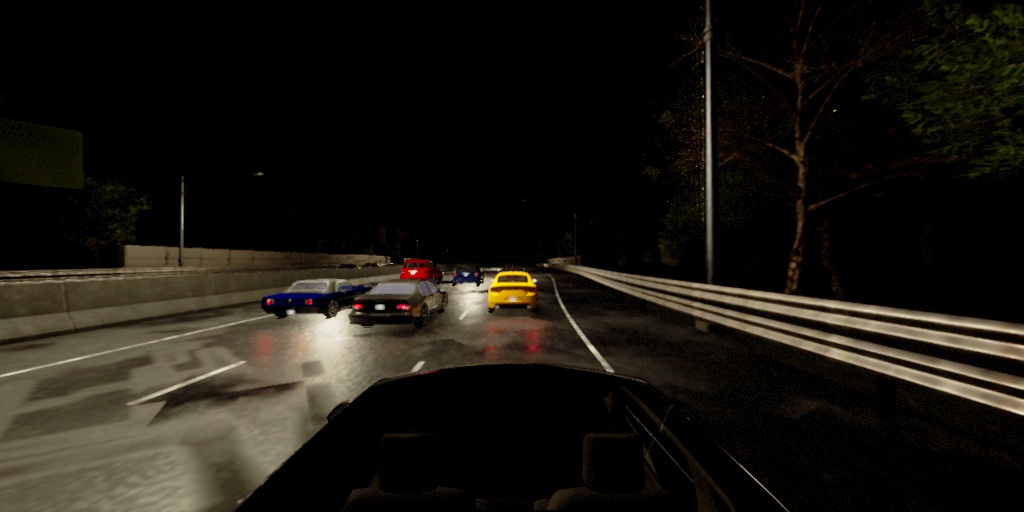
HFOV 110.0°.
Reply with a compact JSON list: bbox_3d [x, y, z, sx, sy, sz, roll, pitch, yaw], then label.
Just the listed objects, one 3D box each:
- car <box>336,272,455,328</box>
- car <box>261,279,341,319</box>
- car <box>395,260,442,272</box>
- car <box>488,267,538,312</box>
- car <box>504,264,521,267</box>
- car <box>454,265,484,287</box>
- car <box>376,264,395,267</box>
[{"bbox_3d":[-3.471,1.439,11.990,2.033,1.411,5.357,0,-1,1],"label":"car"},{"bbox_3d":[-6.960,1.514,13.543,1.895,1.301,4.718,0,-1,0],"label":"car"},{"bbox_3d":[-6.964,1.342,28.020,2.150,2.045,5.566,0,-1,1],"label":"car"},{"bbox_3d":[0.053,1.415,15.285,1.882,1.535,5.008,0,-1,0],"label":"car"},{"bbox_3d":[0.046,1.485,29.061,2.097,1.767,4.553,0,-1,0],"label":"car"},{"bbox_3d":[-3.454,1.485,29.062,2.097,1.767,4.553,0,-1,0],"label":"car"},{"bbox_3d":[-21.024,2.118,61.891,2.128,1.511,4.902,0,-1,1],"label":"car"}]
